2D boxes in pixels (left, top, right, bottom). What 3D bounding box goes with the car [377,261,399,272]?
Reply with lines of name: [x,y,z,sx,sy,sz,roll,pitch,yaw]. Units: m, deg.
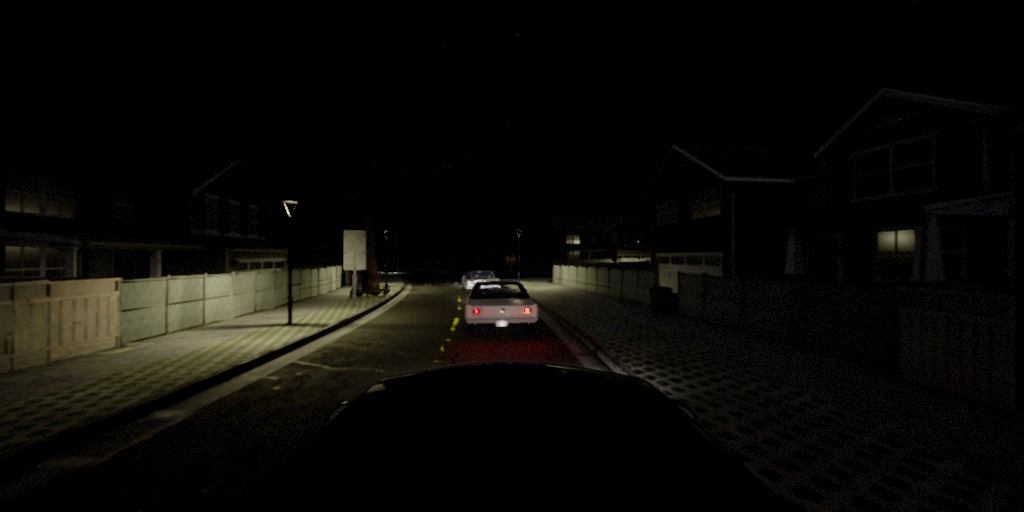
car: [-18.145,1.442,52.295,2.097,1.767,4.553,0,0,-34]

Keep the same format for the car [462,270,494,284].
car: [-1.895,1.485,20.923,1.895,1.301,4.718,0,0,-11]

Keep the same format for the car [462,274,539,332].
car: [-0.453,1.420,11.188,1.895,1.301,4.718,0,0,-5]
